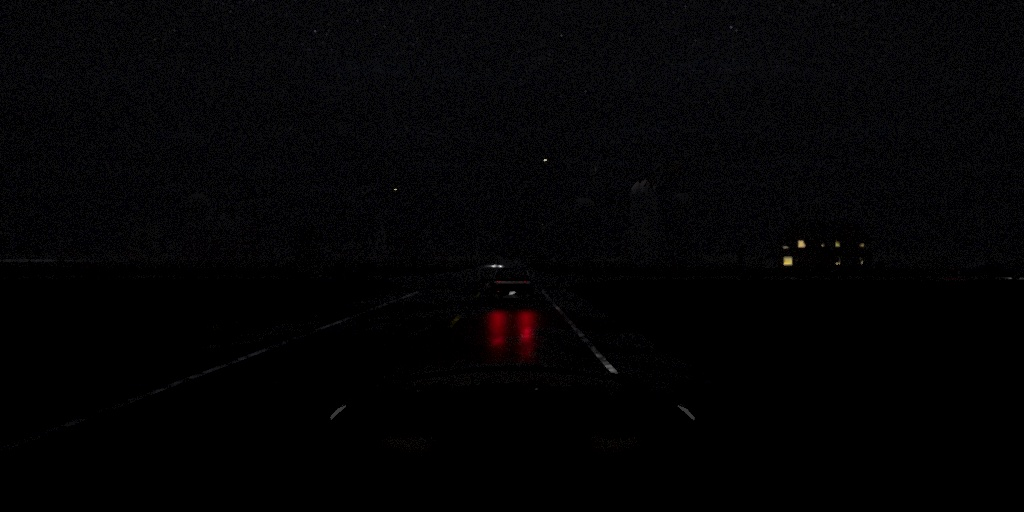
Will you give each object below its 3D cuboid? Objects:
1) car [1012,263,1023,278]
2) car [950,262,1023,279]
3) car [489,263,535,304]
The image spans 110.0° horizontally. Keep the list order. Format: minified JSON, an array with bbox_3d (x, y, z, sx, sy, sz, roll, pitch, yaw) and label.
[{"bbox_3d":[53.486,1.488,35.690,4.892,1.490,1.837,0,-1,0],"label":"car"},{"bbox_3d":[43.495,1.346,32.912,5.008,1.535,1.882,0,-1,0],"label":"car"},{"bbox_3d":[0.000,1.255,16.501,2.128,1.511,4.902,0,0,0],"label":"car"}]
